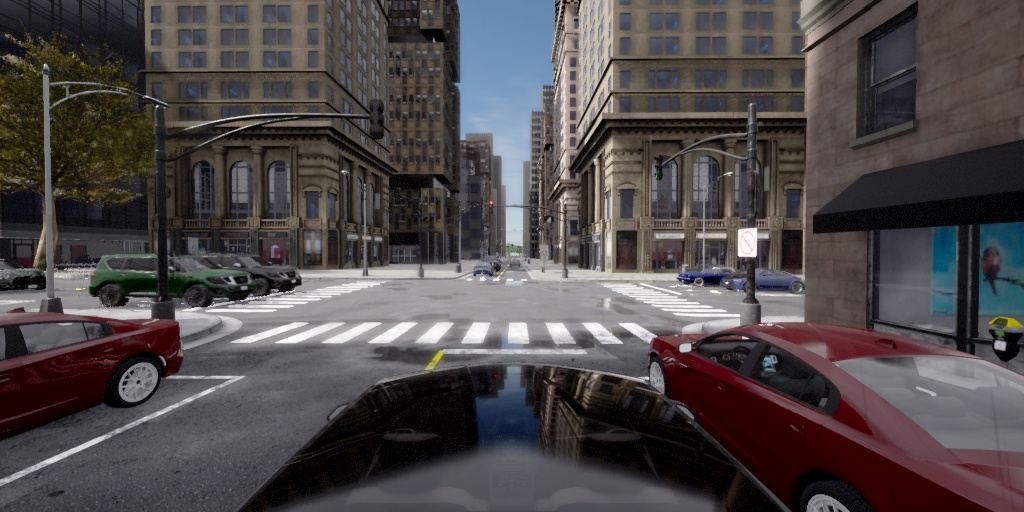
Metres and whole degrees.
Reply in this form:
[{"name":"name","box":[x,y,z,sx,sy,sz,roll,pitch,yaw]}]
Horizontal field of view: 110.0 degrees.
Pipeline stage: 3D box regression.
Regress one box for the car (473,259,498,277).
[{"name":"car","box":[-2.809,1.289,36.220,2.033,1.411,5.357,0,0,0]}]

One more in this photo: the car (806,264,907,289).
[{"name":"car","box":[23.169,1.359,24.249,5.008,1.535,1.882,0,1,0]}]

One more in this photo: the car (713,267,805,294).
[{"name":"car","box":[14.634,1.419,21.076,4.181,1.385,1.994,0,1,0]}]

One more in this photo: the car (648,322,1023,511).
[{"name":"car","box":[2.770,1.294,3.371,1.888,1.381,4.507,0,0,0]}]

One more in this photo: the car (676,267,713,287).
[{"name":"car","box":[13.810,1.402,24.334,4.718,1.301,1.895,0,1,1]}]

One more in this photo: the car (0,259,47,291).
[{"name":"car","box":[-26.236,0.919,17.981,4.553,1.767,2.097,1,1,1]}]

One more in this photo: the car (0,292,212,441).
[{"name":"car","box":[-5.755,1.294,3.438,1.888,1.381,4.507,0,0,0]}]

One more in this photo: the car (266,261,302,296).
[{"name":"car","box":[-13.632,0.894,17.868,5.566,2.045,2.150,0,1,1]}]

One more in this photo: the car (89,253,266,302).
[{"name":"car","box":[-13.670,0.941,14.619,5.566,2.045,2.150,0,1,1]}]

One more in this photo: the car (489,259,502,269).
[{"name":"car","box":[-2.603,1.243,56.860,1.837,1.490,4.892,0,0,1]}]

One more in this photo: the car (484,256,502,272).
[{"name":"car","box":[-2.714,0.961,46.406,2.150,2.045,5.566,0,0,1]}]
